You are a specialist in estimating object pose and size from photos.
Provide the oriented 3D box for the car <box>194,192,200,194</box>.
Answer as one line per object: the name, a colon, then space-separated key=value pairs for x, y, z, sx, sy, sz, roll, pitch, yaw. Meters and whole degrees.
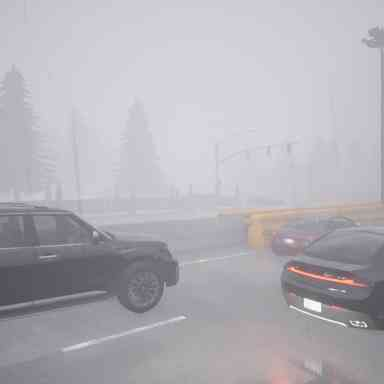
car: x=1.044 y=0.836 z=76.658 sx=2.128 sy=1.511 sz=4.902 roll=-1 pitch=1 yaw=3

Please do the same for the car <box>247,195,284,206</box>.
car: x=9.457 y=1.084 z=43.249 sx=2.033 sy=1.411 sz=5.357 roll=-1 pitch=1 yaw=-32

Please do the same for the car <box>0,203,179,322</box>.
car: x=-2.922 y=1.217 z=5.961 sx=5.566 sy=2.045 sz=2.150 roll=0 pitch=0 yaw=-36

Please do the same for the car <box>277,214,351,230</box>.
car: x=4.610 y=1.441 z=11.324 sx=4.181 sy=1.385 sz=1.994 roll=-1 pitch=1 yaw=-35

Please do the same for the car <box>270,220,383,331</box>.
car: x=3.798 y=1.435 z=6.456 sx=4.892 sy=1.490 sz=1.837 roll=-1 pitch=1 yaw=-35
